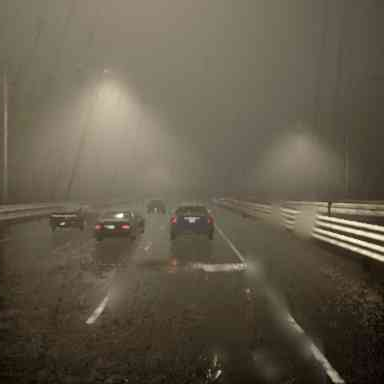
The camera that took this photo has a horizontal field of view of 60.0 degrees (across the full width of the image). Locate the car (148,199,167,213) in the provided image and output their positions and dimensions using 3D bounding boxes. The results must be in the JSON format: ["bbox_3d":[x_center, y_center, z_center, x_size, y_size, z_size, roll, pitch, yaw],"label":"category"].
[{"bbox_3d":[-3.903,1.566,37.550,1.837,1.490,4.892,0,0,-1],"label":"car"}]

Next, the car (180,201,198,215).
[{"bbox_3d":[-0.362,1.657,36.051,1.895,1.301,4.718,0,0,-1],"label":"car"}]

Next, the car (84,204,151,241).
[{"bbox_3d":[-3.515,1.569,16.882,2.033,1.411,5.357,0,0,-1],"label":"car"}]

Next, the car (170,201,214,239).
[{"bbox_3d":[-0.031,1.374,17.732,2.097,1.767,4.553,0,0,-1],"label":"car"}]

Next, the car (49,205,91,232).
[{"bbox_3d":[-7.065,1.520,20.523,2.128,1.511,4.902,0,0,-1],"label":"car"}]
